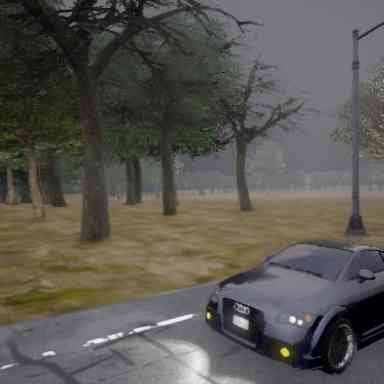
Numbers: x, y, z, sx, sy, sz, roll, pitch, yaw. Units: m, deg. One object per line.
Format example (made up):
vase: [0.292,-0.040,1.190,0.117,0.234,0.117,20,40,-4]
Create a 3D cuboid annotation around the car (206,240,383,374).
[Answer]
car: [2.275,1.555,5.616,4.181,1.385,1.994,0,0,-36]
